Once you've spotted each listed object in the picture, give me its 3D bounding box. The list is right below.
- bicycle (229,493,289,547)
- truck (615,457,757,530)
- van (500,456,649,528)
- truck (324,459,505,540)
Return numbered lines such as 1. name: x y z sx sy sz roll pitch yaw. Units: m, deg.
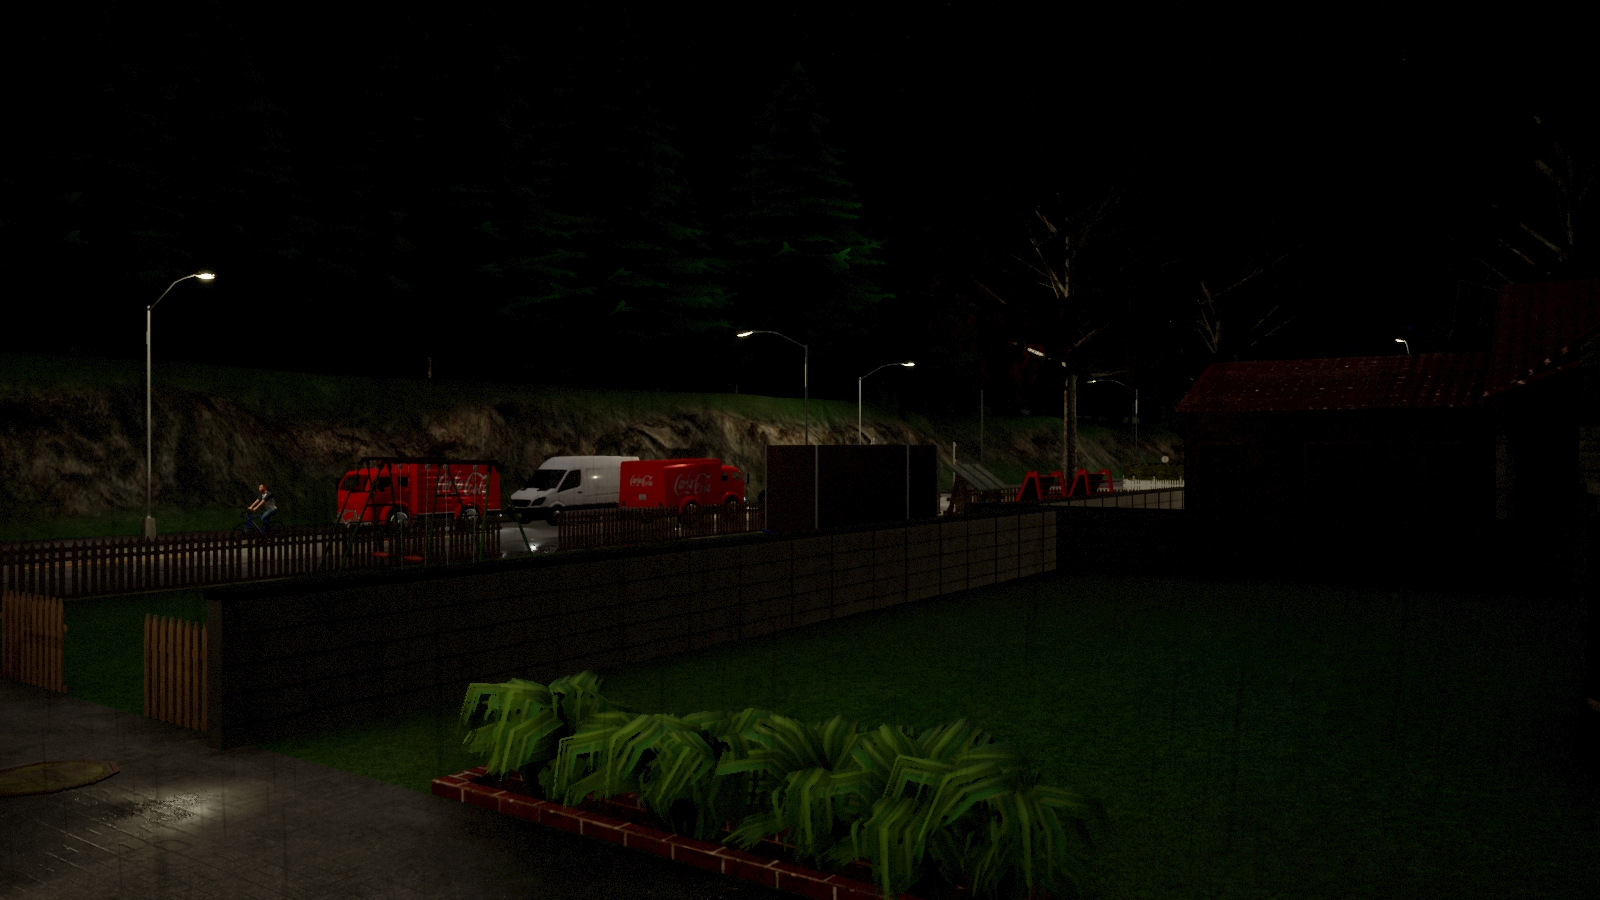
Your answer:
1. bicycle: -15.989 2.043 33.811 0.373 1.496 1.643 0 0 35
2. truck: -4.270 1.569 43.586 2.627 2.467 5.204 0 1 35
3. van: -8.627 1.522 44.299 1.988 2.561 5.915 0 0 35
4. truck: -12.825 1.556 38.322 2.627 2.467 5.204 0 0 35
